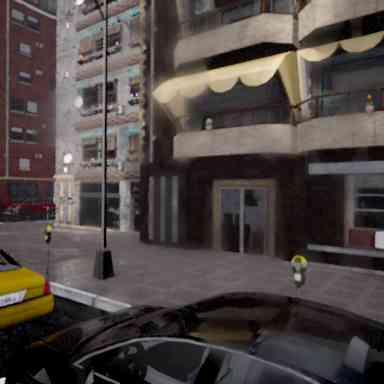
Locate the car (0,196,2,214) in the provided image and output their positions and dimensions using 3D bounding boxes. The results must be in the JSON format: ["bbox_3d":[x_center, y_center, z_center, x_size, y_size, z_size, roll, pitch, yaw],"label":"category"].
[{"bbox_3d":[-19.438,1.288,31.292,2.192,1.841,5.009,0,-1,35],"label":"car"}]

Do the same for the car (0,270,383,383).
[{"bbox_3d":[0.261,1.555,2.684,4.313,1.339,1.947,1,1,35],"label":"car"}]

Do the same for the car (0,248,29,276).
[{"bbox_3d":[-4.470,1.462,6.041,4.829,1.417,1.752,1,1,35],"label":"car"}]

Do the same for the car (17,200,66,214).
[{"bbox_3d":[-16.159,1.620,35.942,1.887,1.381,4.507,0,-1,35],"label":"car"}]

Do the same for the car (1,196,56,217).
[{"bbox_3d":[-15.464,1.416,32.405,2.097,1.767,4.553,1,-1,35],"label":"car"}]
